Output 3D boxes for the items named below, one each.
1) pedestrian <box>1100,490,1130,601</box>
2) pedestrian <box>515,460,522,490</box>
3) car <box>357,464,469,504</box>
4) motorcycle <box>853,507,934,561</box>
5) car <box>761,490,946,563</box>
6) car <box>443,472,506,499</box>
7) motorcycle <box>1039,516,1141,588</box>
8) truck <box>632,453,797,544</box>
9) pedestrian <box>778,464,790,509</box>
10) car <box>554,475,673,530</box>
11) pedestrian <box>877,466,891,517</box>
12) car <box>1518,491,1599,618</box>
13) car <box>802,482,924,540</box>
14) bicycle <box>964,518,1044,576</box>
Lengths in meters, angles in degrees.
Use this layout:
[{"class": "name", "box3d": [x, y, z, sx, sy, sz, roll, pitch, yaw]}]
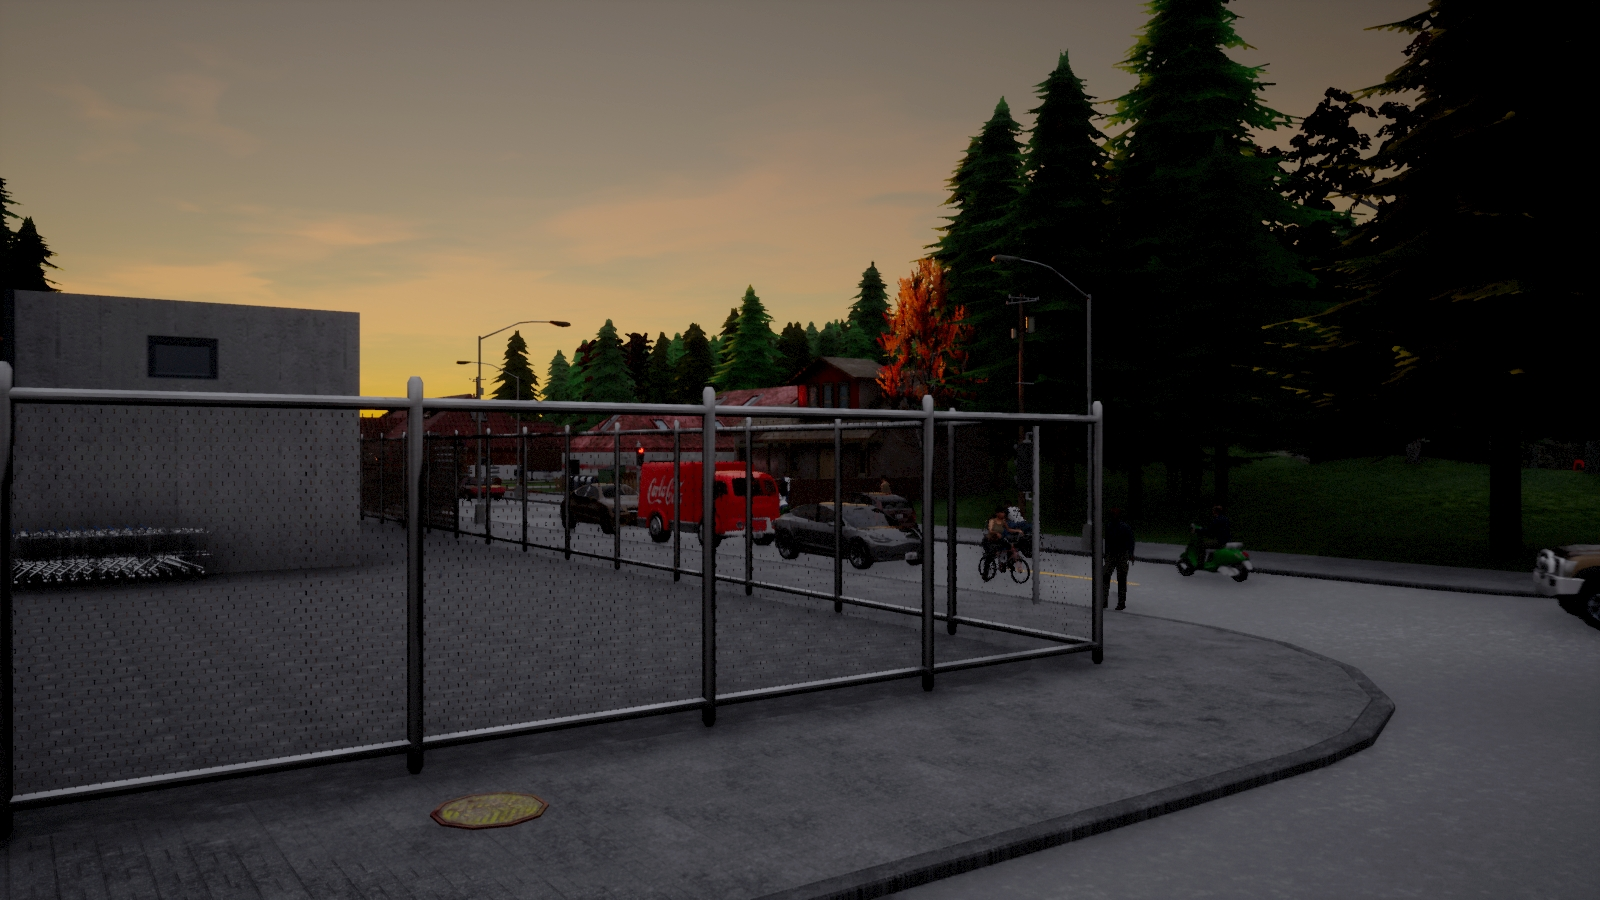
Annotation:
[{"class": "pedestrian", "box3d": [5.383, 1.626, 19.542, 0.375, 1.860, 0.375, 0, 0, 40]}, {"class": "pedestrian", "box3d": [-17.222, 1.519, 69.895, 0.375, 1.860, 0.375, 0, 0, 4]}, {"class": "car", "box3d": [-18.351, 1.640, 54.298, 4.605, 1.855, 1.932, 0, -3, 5]}, {"class": "motorcycle", "box3d": [2.221, 1.990, 27.466, 0.803, 1.145, 2.033, 0, 0, -36]}, {"class": "car", "box3d": [1.227, 1.840, 28.596, 2.163, 1.488, 4.792, 0, 0, -35]}, {"class": "car", "box3d": [-18.017, 1.932, 63.099, 1.895, 1.301, 4.718, 0, 0, -35]}, {"class": "motorcycle", "box3d": [5.641, 1.959, 22.298, 0.856, 1.236, 1.805, 0, 0, -35]}, {"class": "truck", "box3d": [-2.650, 1.352, 34.154, 2.627, 2.467, 5.204, 0, -1, -35]}, {"class": "pedestrian", "box3d": [-0.676, 1.520, 47.654, 0.375, 1.860, 0.375, 0, 0, -36]}, {"class": "car", "box3d": [-6.576, 1.769, 39.829, 2.152, 1.651, 5.027, 0, 0, -35]}, {"class": "pedestrian", "box3d": [3.105, 1.521, 42.116, 0.375, 1.860, 0.375, 0, 0, -31]}, {"class": "car", "box3d": [14.026, 1.640, 17.756, 4.605, 1.855, 1.932, 0, 0, 23]}, {"class": "car", "box3d": [1.867, 1.802, 34.631, 1.789, 1.549, 3.705, 0, 0, -35]}, {"class": "bicycle", "box3d": [4.308, 2.033, 24.171, 0.859, 1.080, 1.487, 0, 0, -35]}]
